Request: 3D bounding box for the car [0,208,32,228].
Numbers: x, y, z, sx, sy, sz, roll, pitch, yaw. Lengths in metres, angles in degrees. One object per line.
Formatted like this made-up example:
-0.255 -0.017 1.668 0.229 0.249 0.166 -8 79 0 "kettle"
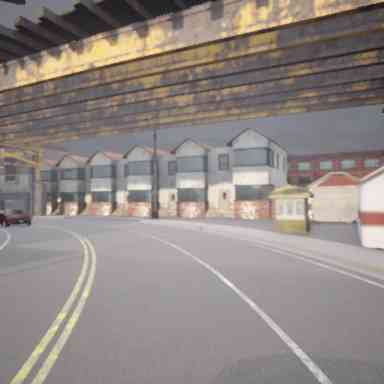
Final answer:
-15.093 2.123 28.023 1.882 1.535 5.008 1 -3 -43 "car"
